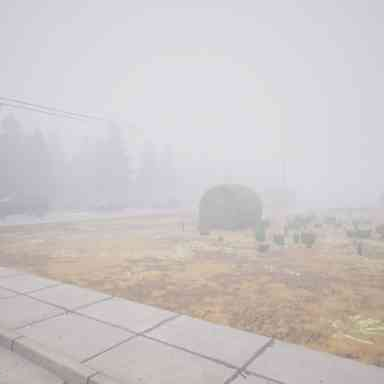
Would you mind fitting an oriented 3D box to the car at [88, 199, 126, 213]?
[{"bbox_3d":[-9.552,1.552,37.751,1.812,1.442,4.674,0,0,37],"label":"car"}]

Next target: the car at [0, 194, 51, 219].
[{"bbox_3d":[-15.500,1.248,29.703,2.150,2.045,5.566,0,0,36],"label":"car"}]

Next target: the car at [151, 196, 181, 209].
[{"bbox_3d":[-3.586,1.379,45.829,2.097,1.767,4.553,0,0,37],"label":"car"}]
